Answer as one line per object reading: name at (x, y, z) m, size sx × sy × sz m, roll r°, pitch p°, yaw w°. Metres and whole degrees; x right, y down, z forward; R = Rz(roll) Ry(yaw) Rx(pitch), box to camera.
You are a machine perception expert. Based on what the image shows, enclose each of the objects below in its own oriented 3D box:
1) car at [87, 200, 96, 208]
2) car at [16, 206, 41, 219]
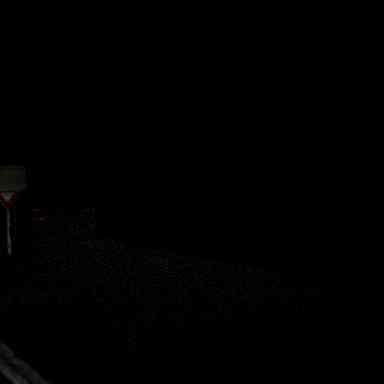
car at (-18.428, 2.270, 65.140) m, size 2.128 × 1.511 × 4.902 m, roll -5°, pitch 2°, yaw 22°
car at (-21.376, 2.643, 43.225) m, size 4.902 × 1.511 × 2.128 m, roll -4°, pitch -3°, yaw 41°
